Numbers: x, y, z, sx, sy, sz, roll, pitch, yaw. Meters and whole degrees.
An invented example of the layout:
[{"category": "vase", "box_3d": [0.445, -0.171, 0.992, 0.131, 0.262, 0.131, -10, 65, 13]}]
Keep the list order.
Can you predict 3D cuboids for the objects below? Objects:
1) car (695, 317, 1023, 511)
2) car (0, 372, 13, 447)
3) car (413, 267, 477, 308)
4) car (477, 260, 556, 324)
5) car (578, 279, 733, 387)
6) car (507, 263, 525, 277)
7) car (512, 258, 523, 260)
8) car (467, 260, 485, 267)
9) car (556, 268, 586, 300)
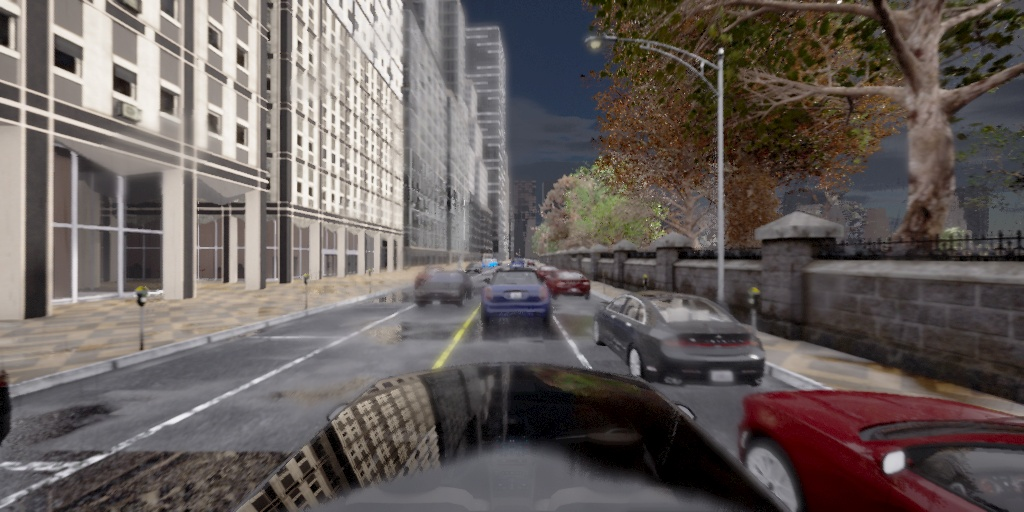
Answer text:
[{"category": "car", "box_3d": [2.710, 1.293, 1.166, 1.888, 1.381, 4.507, 0, 0, 0]}, {"category": "car", "box_3d": [-5.460, 1.315, 1.472, 1.948, 1.339, 4.313, 0, 0, 0]}, {"category": "car", "box_3d": [-2.796, 1.371, 15.964, 2.033, 1.411, 5.357, 0, 0, 0]}, {"category": "car", "box_3d": [0.105, 1.156, 12.348, 2.097, 1.767, 4.553, 0, 0, 0]}, {"category": "car", "box_3d": [2.716, 1.327, 6.799, 2.007, 1.370, 4.403, 0, 0, 0]}, {"category": "car", "box_3d": [0.441, 1.473, 39.434, 1.812, 1.442, 4.674, 0, 0, 1]}, {"category": "car", "box_3d": [0.906, 1.275, 58.989, 2.150, 2.045, 5.566, 0, 0, 2]}, {"category": "car", "box_3d": [-4.829, 1.551, 46.466, 1.948, 1.339, 4.313, 0, 0, 1]}, {"category": "car", "box_3d": [2.774, 1.379, 18.079, 1.888, 1.381, 4.507, 0, 0, 0]}]
